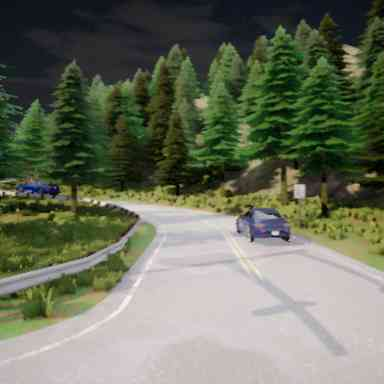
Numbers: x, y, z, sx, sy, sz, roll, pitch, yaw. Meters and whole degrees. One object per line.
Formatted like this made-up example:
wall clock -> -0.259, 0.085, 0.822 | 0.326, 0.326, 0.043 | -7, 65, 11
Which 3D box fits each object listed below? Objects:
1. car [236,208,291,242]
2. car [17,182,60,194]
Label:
car -> 3.400, 1.523, 16.345 | 1.812, 1.442, 4.674 | -1, 1, -3
car -> -18.882, -0.531, 40.962 | 5.566, 2.045, 2.150 | 5, 1, 23
